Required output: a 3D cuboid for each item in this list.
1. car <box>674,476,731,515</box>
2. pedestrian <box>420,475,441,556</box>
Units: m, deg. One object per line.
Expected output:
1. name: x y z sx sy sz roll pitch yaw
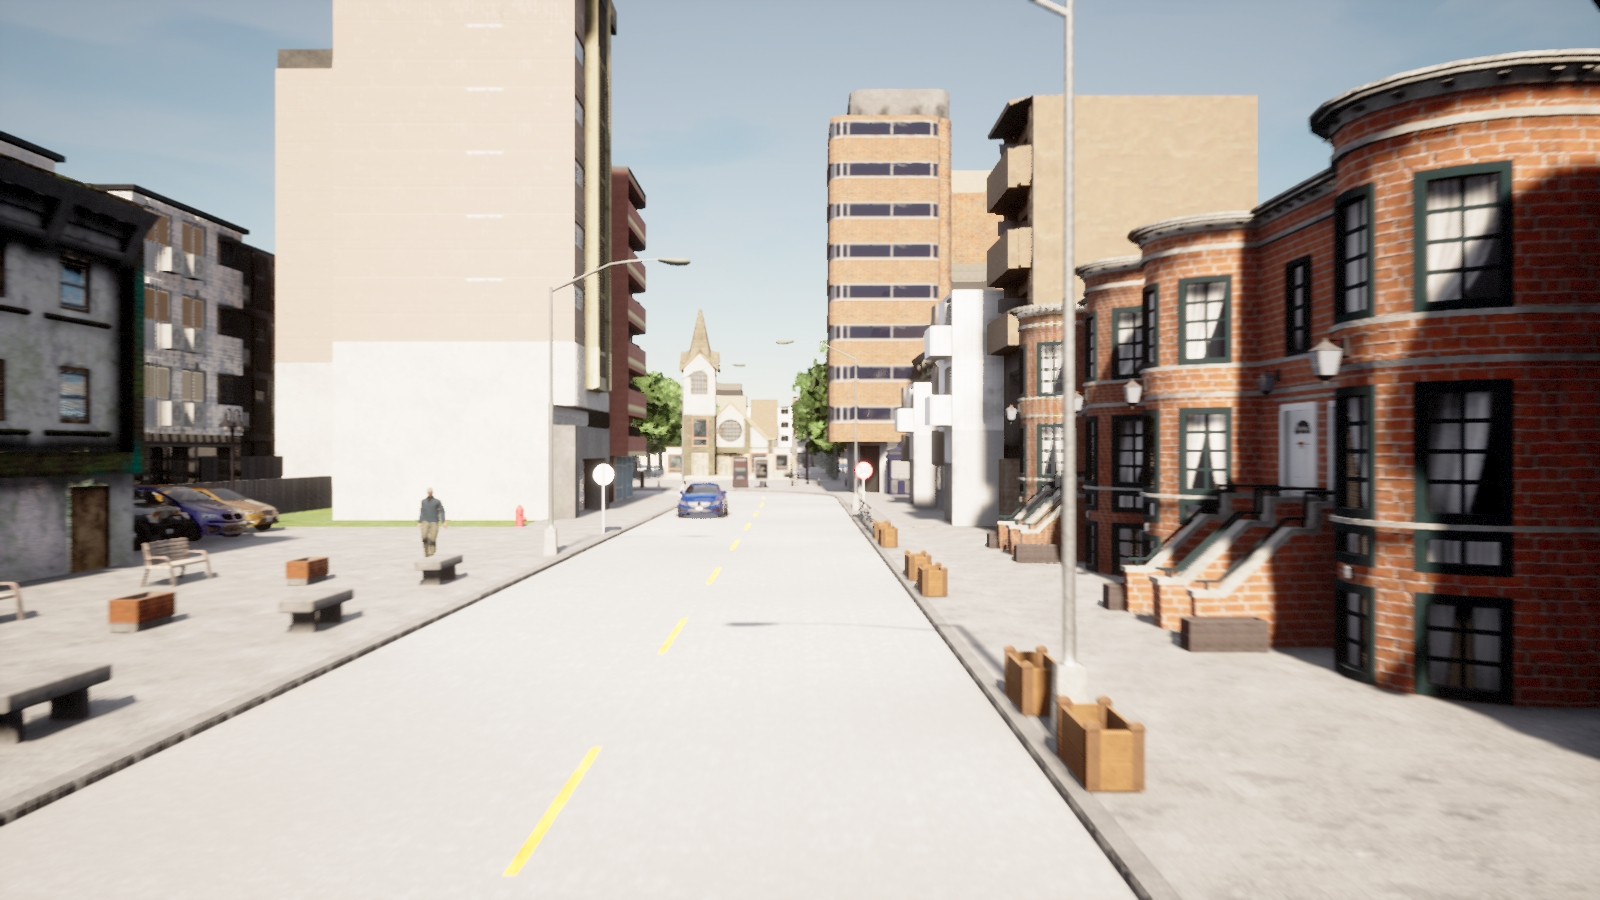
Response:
1. car: -4.036 1.861 48.045 2.002 1.442 4.674 0 0 0
2. pedestrian: -8.669 1.526 26.788 0.375 1.860 0.375 0 0 -3
